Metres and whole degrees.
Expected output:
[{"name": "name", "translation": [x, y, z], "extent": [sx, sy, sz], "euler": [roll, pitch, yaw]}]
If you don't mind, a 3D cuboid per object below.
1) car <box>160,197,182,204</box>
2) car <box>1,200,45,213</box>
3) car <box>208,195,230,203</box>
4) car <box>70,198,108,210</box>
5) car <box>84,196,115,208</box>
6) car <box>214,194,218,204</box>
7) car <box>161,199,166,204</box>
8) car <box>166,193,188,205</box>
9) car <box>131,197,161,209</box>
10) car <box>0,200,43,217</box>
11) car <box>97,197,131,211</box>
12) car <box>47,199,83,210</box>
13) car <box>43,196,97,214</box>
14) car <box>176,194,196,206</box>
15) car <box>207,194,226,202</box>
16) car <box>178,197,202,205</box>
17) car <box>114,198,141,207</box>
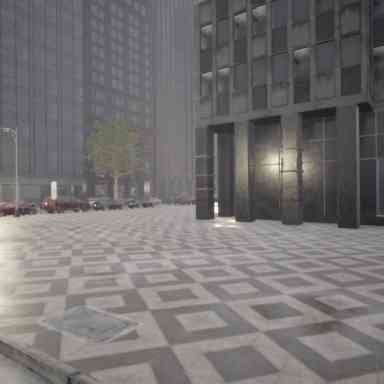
[{"name": "car", "translation": [-3.906, 1.573, 62.599], "extent": [1.947, 1.339, 4.313], "euler": [-1, 0, 35]}, {"name": "car", "translation": [-19.938, 1.641, 39.403], "extent": [1.947, 1.339, 4.313], "euler": [-1, 0, 35]}, {"name": "car", "translation": [5.374, 1.416, 65.560], "extent": [2.128, 1.511, 4.902], "euler": [-1, 0, 35]}, {"name": "car", "translation": [-13.534, 1.548, 43.813], "extent": [1.812, 1.442, 4.674], "euler": [-1, 0, 34]}, {"name": "car", "translation": [-13.527, 1.483, 48.681], "extent": [1.967, 1.590, 4.097], "euler": [-1, 0, 35]}, {"name": "car", "translation": [3.100, 1.222, 57.748], "extent": [2.192, 1.841, 5.009], "euler": [-1, 0, 35]}, {"name": "car", "translation": [-7.210, 1.544, 57.819], "extent": [1.752, 1.417, 4.829], "euler": [-1, 0, 35]}, {"name": "car", "translation": [-2.499, 1.205, 59.620], "extent": [2.150, 2.045, 5.566], "euler": [-1, 0, 35]}, {"name": "car", "translation": [-6.516, 1.508, 43.830], "extent": [1.947, 1.339, 4.313], "euler": [-1, 0, 35]}, {"name": "car", "translation": [-16.133, 1.575, 29.914], "extent": [1.802, 1.307, 4.206], "euler": [-1, 0, 35]}, {"name": "car", "translation": [-9.721, 1.524, 39.192], "extent": [1.947, 1.339, 4.313], "euler": [-1, 0, 35]}, {"name": "car", "translation": [-16.732, 1.641, 44.042], "extent": [1.802, 1.307, 4.206], "euler": [-1, 0, 35]}, {"name": "car", "translation": [-12.929, 1.289, 34.555], "extent": [2.192, 1.841, 5.009], "euler": [-1, 0, 35]}, {"name": "car", "translation": [-0.104, 1.462, 53.108], "extent": [1.887, 1.381, 4.507], "euler": [-1, 0, 35]}, {"name": "car", "translation": [5.711, 1.295, 76.518], "extent": [2.192, 1.841, 5.009], "euler": [-1, 0, 35]}, {"name": "car", "translation": [-0.298, 1.505, 57.339], "extent": [1.994, 1.385, 4.181], "euler": [-1, 0, 34]}, {"name": "car", "translation": [-10.319, 1.612, 53.320], "extent": [1.802, 1.307, 4.206], "euler": [-1, 0, 35]}]
